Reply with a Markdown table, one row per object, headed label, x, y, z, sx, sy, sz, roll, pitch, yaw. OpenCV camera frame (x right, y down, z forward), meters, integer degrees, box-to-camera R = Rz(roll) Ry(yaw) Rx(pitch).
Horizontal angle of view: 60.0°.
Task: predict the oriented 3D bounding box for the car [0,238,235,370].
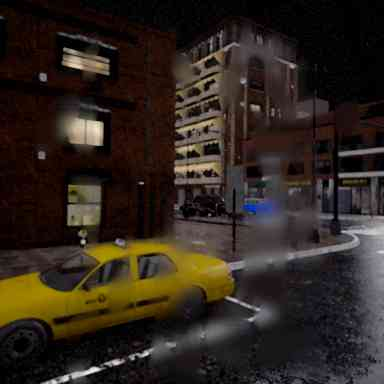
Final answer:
| label | x | y | z | sx | sy | sz | roll | pitch | yaw |
| --- | --- | --- | --- | --- | --- | --- | --- | --- | --- |
| car | -1.449 | 1.525 | 5.676 | 4.829 | 1.417 | 1.752 | 0 | 1 | -35 |

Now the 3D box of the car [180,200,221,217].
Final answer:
| label | x | y | z | sx | sy | sz | roll | pitch | yaw |
| --- | --- | --- | --- | --- | --- | --- | --- | --- | --- |
| car | 0.383 | 1.717 | 31.989 | 1.947 | 1.339 | 4.313 | 1 | -1 | -35 |

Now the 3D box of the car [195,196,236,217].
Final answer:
| label | x | y | z | sx | sy | sz | roll | pitch | yaw |
| --- | --- | --- | --- | --- | --- | --- | --- | --- | --- |
| car | 2.250 | 1.421 | 33.868 | 2.150 | 2.045 | 5.566 | 1 | -1 | -35 |

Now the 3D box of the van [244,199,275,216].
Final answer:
| label | x | y | z | sx | sy | sz | roll | pitch | yaw |
| --- | --- | --- | --- | --- | --- | --- | --- | --- | --- |
| van | 7.282 | 1.635 | 36.747 | 1.690 | 1.788 | 3.998 | 1 | -1 | -35 |
